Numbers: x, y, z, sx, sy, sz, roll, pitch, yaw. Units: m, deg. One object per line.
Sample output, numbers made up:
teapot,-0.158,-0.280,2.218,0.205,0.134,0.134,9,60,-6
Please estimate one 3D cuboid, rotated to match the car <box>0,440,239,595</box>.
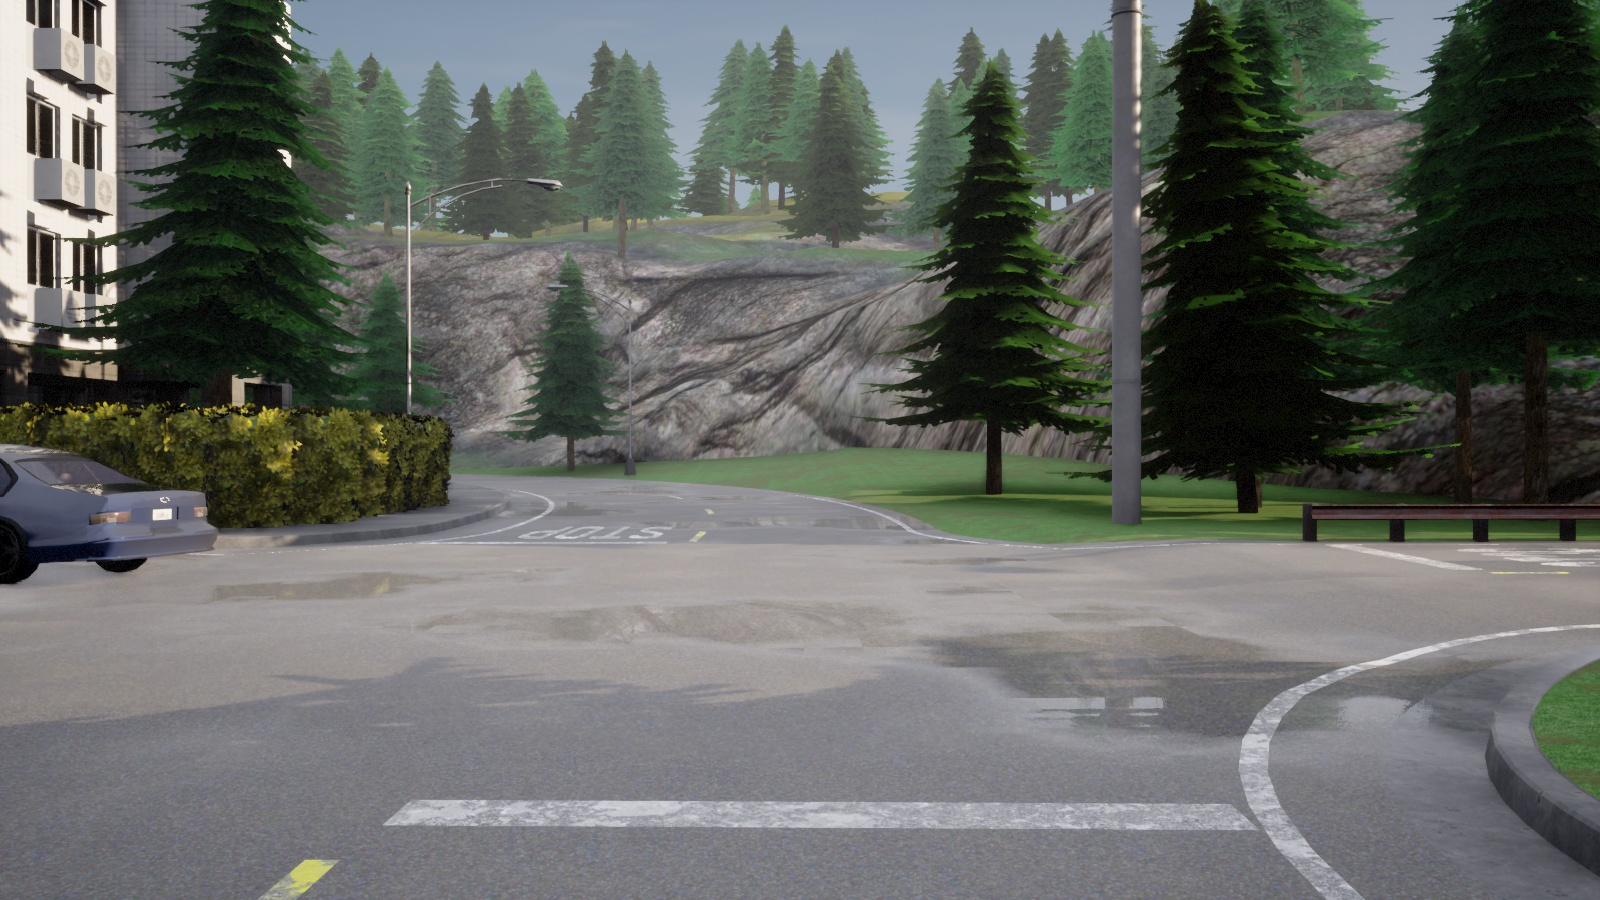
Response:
car,-9.259,0.604,13.918,5.357,1.411,2.033,3,0,13
